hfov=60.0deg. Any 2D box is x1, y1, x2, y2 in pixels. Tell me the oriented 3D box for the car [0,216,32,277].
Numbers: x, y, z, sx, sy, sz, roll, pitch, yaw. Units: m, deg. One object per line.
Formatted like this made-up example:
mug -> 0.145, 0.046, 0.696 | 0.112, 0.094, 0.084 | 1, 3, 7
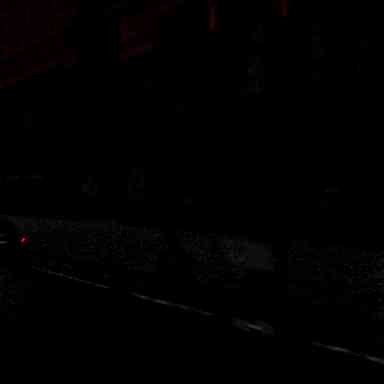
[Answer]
car -> -6.382, 1.357, 9.069 | 4.553, 1.767, 2.097 | 0, 0, 37
